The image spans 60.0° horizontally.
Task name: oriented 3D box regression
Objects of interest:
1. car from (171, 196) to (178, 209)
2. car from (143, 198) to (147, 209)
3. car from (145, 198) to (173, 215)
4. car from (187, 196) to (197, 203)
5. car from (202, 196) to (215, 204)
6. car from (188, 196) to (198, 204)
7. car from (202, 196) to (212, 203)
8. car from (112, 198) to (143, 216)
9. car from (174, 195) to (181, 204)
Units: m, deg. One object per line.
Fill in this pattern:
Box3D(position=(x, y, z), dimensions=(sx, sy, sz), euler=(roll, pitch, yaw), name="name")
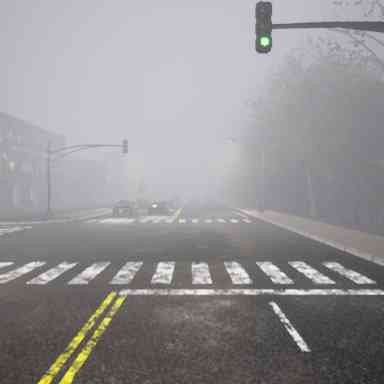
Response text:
Box3D(position=(-3.305, 1.644, 45.406), dimensions=(1.994, 1.385, 4.181), euler=(0, 0, 1), name="car")
Box3D(position=(-6.561, 1.556, 44.084), dimensions=(1.882, 1.535, 5.008), euler=(0, 0, 0), name="car")
Box3D(position=(-3.323, 1.626, 34.104), dimensions=(1.994, 1.385, 4.181), euler=(0, 0, 0), name="car")
Box3D(position=(0.065, 1.652, 74.587), dimensions=(2.128, 1.511, 4.902), euler=(0, 0, 0), name="car")
Box3D(position=(3.404, 1.713, 64.645), dimensions=(1.895, 1.301, 4.718), euler=(0, 0, 0), name="car")
Box3D(position=(0.150, 1.713, 64.820), dimensions=(1.895, 1.301, 4.718), euler=(0, 0, 0), name="car")
Box3D(position=(3.312, 1.668, 74.663), dimensions=(2.033, 1.411, 5.357), euler=(0, 0, 0), name="car")
Box3D(position=(-6.573, 1.552, 33.121), dimensions=(2.128, 1.511, 4.902), euler=(0, 0, 0), name="car")
Box3D(position=(-3.230, 1.464, 65.034), dimensions=(2.097, 1.767, 4.553), euler=(0, 0, 1), name="car")
